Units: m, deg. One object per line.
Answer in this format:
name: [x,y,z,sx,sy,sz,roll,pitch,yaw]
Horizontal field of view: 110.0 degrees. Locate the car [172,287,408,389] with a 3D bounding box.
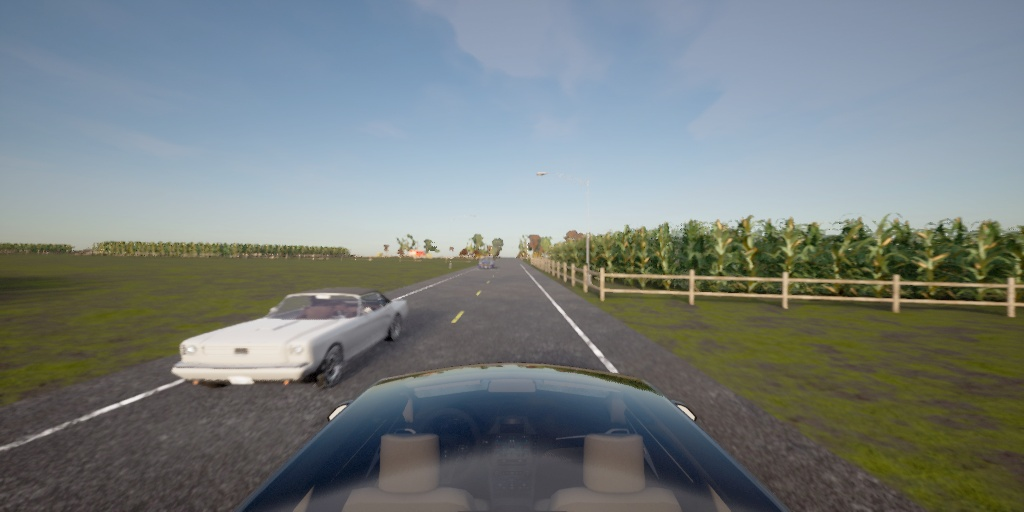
car: [-3.596,1.334,6.964,1.895,1.301,4.718,0,0,0]

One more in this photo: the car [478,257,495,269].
car: [-3.541,0.936,50.633,2.097,1.767,4.553,0,0,0]
